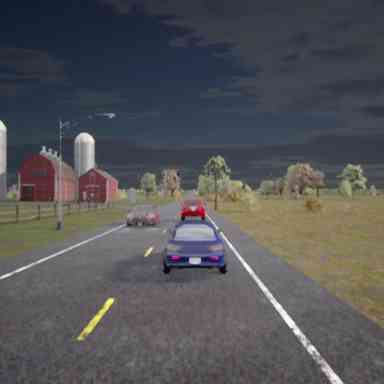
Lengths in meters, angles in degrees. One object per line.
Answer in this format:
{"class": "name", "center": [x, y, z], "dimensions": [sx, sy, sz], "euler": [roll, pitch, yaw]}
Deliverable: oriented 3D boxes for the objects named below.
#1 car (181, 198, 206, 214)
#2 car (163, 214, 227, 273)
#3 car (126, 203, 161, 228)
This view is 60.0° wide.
{"class": "car", "center": [0.107, 1.611, 31.233], "dimensions": [2.150, 2.045, 5.566], "euler": [0, -1, 0]}
{"class": "car", "center": [0.091, 1.667, 11.050], "dimensions": [1.812, 1.442, 4.674], "euler": [0, -1, 0]}
{"class": "car", "center": [-3.592, 1.668, 25.196], "dimensions": [2.097, 1.767, 4.553], "euler": [0, -1, 0]}
